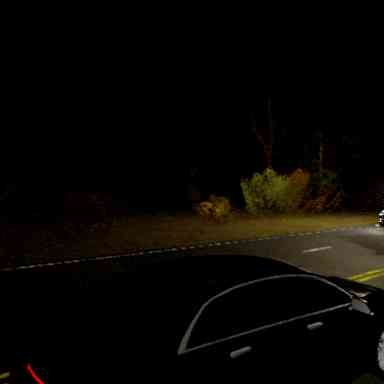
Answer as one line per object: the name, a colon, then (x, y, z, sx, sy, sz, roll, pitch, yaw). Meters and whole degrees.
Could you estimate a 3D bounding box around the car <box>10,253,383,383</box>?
car: (0.657, 1.507, 3.906, 4.892, 1.490, 1.837, 0, 0, -36)

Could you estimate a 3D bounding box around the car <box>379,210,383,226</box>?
car: (14.163, 1.338, 21.660, 4.553, 1.767, 2.097, 0, 0, -35)
